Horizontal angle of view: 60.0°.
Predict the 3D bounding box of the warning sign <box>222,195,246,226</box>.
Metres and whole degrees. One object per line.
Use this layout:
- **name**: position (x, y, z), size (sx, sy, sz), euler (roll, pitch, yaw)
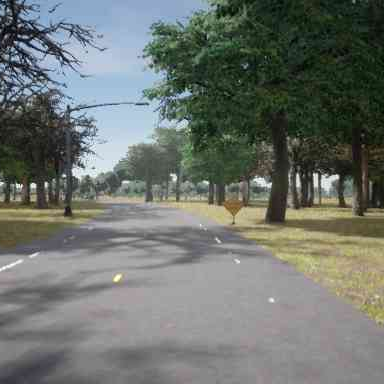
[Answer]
- **warning sign**: position (2.593, 1.134, 20.657), size (1.300, 1.860, 1.060), euler (0, 0, -5)
